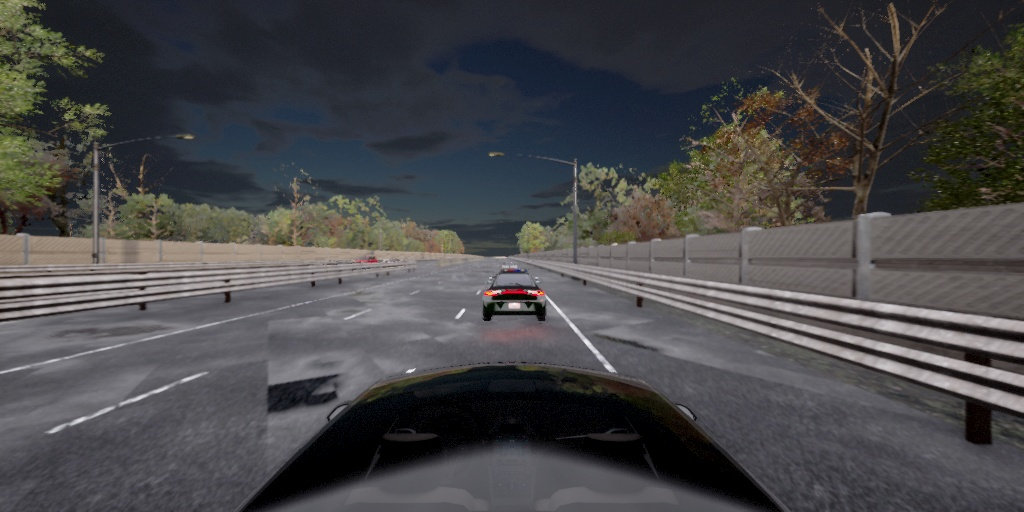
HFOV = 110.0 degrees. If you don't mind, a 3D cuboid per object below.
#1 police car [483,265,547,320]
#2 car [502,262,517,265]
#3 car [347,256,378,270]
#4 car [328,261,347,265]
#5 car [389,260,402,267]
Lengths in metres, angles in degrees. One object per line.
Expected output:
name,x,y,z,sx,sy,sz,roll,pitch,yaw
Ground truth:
police car,0.066,1.256,12.707,2.038,1.542,4.974,0,0,0
car,-0.298,1.360,44.598,1.895,1.301,4.718,0,0,-1
car,-21.606,0.983,52.820,2.150,2.045,5.566,0,0,-1
car,-25.102,1.363,52.803,1.895,1.301,4.718,0,0,-1
car,-18.140,1.326,54.553,1.994,1.385,4.181,0,0,-1
